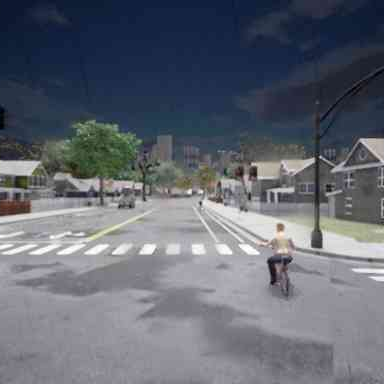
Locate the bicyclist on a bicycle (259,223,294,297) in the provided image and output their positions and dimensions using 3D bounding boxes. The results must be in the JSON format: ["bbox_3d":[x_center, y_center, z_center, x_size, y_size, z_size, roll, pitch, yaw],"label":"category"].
[{"bbox_3d":[2.081,1.540,7.962,0.866,1.612,1.509,1,0,-1],"label":"bicyclist on a bicycle"}]

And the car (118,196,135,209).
[{"bbox_3d":[-10.932,1.776,55.988,2.150,2.045,5.566,0,-1,-1],"label":"car"}]

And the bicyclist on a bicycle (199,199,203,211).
[{"bbox_3d":[1.235,1.888,47.914,0.659,1.776,1.843,0,0,-1],"label":"bicyclist on a bicycle"}]
